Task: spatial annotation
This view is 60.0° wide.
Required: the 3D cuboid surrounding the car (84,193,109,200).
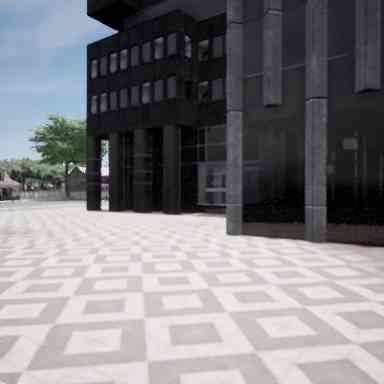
[{"bbox_3d":[-16.836,0.891,59.311,1.895,1.301,4.718,0,1,36],"label":"car"}]
